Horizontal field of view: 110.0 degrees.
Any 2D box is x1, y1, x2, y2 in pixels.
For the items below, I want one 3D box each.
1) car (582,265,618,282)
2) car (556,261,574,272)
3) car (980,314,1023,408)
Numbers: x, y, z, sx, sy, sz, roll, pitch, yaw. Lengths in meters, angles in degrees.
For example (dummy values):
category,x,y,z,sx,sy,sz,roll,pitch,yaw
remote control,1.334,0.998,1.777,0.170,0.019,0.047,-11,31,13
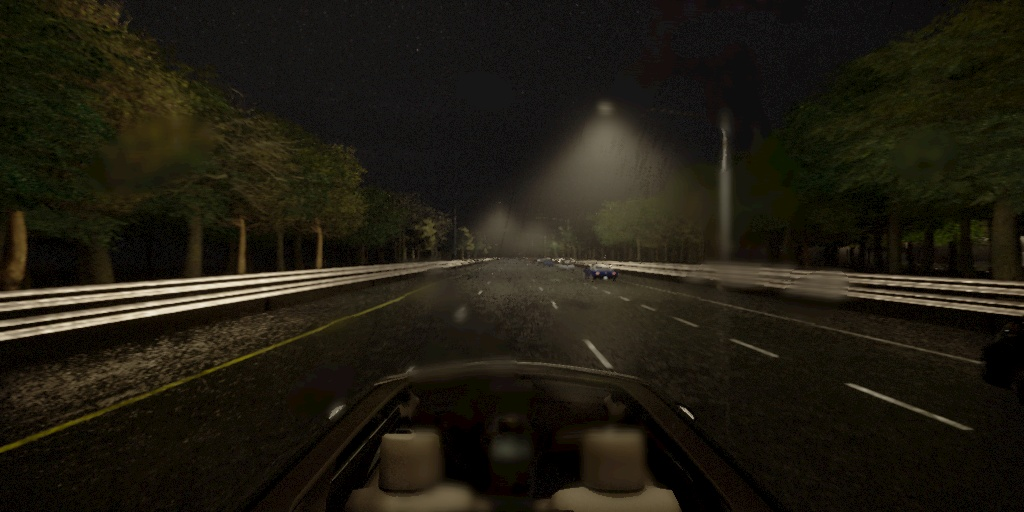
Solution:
category,x,y,z,sx,sy,sz,roll,pitch,yaw
car,7.014,1.360,29.075,1.895,1.301,4.718,0,0,0
car,7.040,1.382,47.990,1.895,1.301,4.718,0,0,0
car,6.999,0.974,2.052,2.150,2.045,5.566,0,0,0
